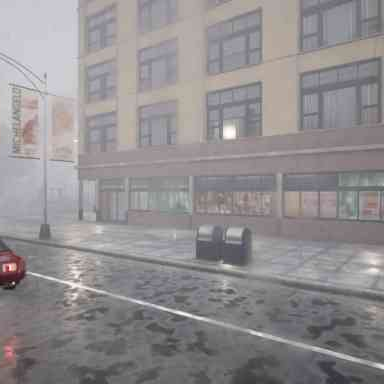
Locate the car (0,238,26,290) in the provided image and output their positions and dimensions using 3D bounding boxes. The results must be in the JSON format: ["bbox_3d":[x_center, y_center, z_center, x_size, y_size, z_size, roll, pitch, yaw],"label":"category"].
[{"bbox_3d":[-5.720,1.601,8.156,1.895,1.301,4.718,0,0,-42],"label":"car"}]
